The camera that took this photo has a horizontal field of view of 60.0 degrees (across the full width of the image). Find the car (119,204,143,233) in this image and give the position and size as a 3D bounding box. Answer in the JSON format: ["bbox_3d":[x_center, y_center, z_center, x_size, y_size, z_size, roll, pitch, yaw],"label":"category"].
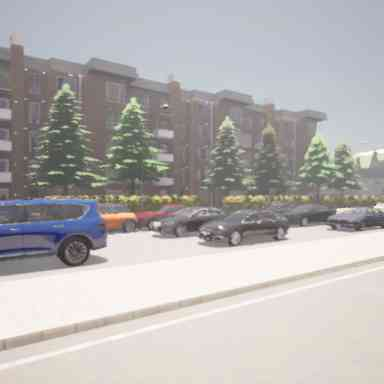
[{"bbox_3d":[-5.373,1.460,18.462,4.553,1.767,2.097,0,0,-36],"label":"car"}]

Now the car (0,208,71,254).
[{"bbox_3d":[-7.498,1.490,12.768,5.008,1.535,1.882,0,0,-35],"label":"car"}]

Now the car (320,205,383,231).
[{"bbox_3d":[10.959,1.674,21.542,5.357,1.411,2.033,0,0,-35],"label":"car"}]

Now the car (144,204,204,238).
[{"bbox_3d":[0.182,1.558,18.228,4.902,1.511,2.128,0,0,-35],"label":"car"}]

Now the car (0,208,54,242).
[{"bbox_3d":[-9.549,1.559,15.606,5.357,1.411,2.033,0,0,-35],"label":"car"}]

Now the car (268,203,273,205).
[{"bbox_3d":[7.053,1.635,27.334,4.892,1.490,1.837,0,0,-35],"label":"car"}]

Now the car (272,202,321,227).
[{"bbox_3d":[8.404,1.602,24.017,5.008,1.535,1.882,0,0,-35],"label":"car"}]

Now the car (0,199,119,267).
[{"bbox_3d":[-5.346,1.233,10.006,5.566,2.045,2.150,0,0,-35],"label":"car"}]

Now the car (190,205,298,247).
[{"bbox_3d":[2.544,1.572,15.612,4.892,1.490,1.837,0,0,-35],"label":"car"}]
